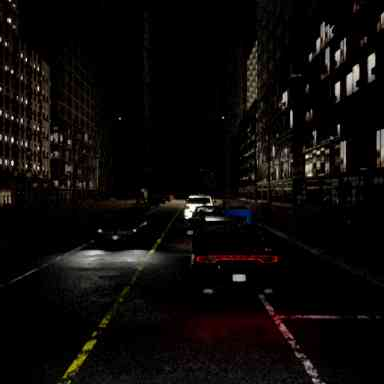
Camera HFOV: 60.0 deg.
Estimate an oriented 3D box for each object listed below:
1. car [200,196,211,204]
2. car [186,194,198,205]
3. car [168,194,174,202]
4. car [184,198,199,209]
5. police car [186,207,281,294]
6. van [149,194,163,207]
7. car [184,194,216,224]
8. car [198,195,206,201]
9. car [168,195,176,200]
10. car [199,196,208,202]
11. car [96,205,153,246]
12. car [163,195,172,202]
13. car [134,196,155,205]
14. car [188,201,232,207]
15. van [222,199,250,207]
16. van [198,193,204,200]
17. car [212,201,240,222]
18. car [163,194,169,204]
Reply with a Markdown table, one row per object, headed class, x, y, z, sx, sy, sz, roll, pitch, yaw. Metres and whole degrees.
| class | x | y | z | sx | sy | sz | roll | pitch | yaw |
| --- | --- | --- | --- | --- | --- | --- | --- | --- | --- |
| car | 2.639 | 1.543 | 66.396 | 2.008 | 1.369 | 4.403 | 0 | 0 | 0 |
| car | -0.045 | 1.345 | 60.110 | 2.097 | 1.767 | 4.553 | 0 | 0 | 0 |
| car | -5.747 | 1.307 | 72.059 | 2.192 | 1.841 | 5.009 | 0 | 0 | 0 |
| car | -0.017 | 1.557 | 46.179 | 1.994 | 1.385 | 4.181 | 0 | 0 | 0 |
| police car | 0.893 | 1.423 | 8.894 | 1.930 | 1.638 | 5.238 | 0 | 0 | 0 |
| van | -5.730 | 1.334 | 49.388 | 1.690 | 1.788 | 3.998 | 0 | 0 | 0 |
| car | 0.642 | 1.219 | 24.893 | 2.150 | 2.045 | 5.566 | 0 | 0 | 4 |
| car | 2.621 | 1.536 | 89.068 | 1.887 | 1.381 | 4.507 | 0 | 0 | 0 |
| car | -5.764 | 1.557 | 94.731 | 1.947 | 1.339 | 4.313 | 0 | 0 | 0 |
| car | 2.630 | 1.537 | 77.732 | 1.887 | 1.381 | 4.507 | 0 | 0 | 0 |
| car | -3.011 | 1.522 | 15.368 | 1.812 | 1.442 | 4.674 | 0 | 0 | 0 |
| car | -5.751 | 1.517 | 77.557 | 1.752 | 1.417 | 4.829 | 0 | 0 | 0 |
| car | -5.720 | 1.520 | 37.881 | 1.752 | 1.417 | 4.829 | 0 | 0 | 0 |
| car | 0.886 | 1.474 | 18.784 | 1.882 | 1.535 | 5.008 | 0 | 0 | 0 |
| van | 2.672 | 1.337 | 21.052 | 1.690 | 1.788 | 3.998 | 0 | 0 | 0 |
| van | 2.617 | 1.332 | 94.736 | 1.690 | 1.788 | 3.998 | 0 | 0 | 0 |
| car | 2.668 | 1.521 | 26.890 | 1.752 | 1.417 | 4.829 | 0 | 0 | 0 |
| car | -5.737 | 1.543 | 60.723 | 2.008 | 1.369 | 4.403 | 0 | 0 | 0 |
